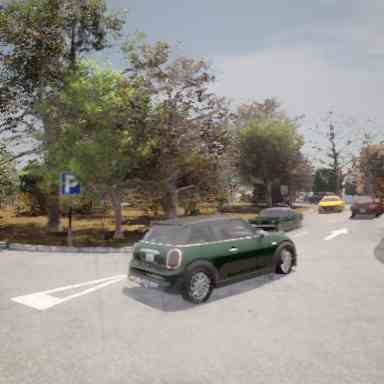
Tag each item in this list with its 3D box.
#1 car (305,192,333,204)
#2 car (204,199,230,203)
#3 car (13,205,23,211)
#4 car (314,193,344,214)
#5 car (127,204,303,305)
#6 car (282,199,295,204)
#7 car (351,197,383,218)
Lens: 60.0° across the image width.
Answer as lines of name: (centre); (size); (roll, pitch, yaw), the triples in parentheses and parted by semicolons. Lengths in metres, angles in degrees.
car: (17.537, 0.773, 45.305); (2.097, 1.767, 4.553); (-2, 0, -24)
car: (3.672, 1.134, 53.133); (4.892, 1.490, 1.837); (0, -1, 34)
car: (-21.085, 1.821, 44.021); (2.128, 1.511, 4.902); (-4, -2, 35)
car: (13.121, 1.149, 31.310); (1.882, 1.535, 5.008); (-4, -1, 29)
car: (0.696, 1.375, 8.532); (4.553, 1.767, 2.097); (-2, -1, -41)
car: (11.828, 1.119, 47.429); (5.357, 1.411, 2.033); (0, 0, 40)
car: (13.209, 1.092, 25.077); (1.812, 1.442, 4.674); (-4, -1, 35)
